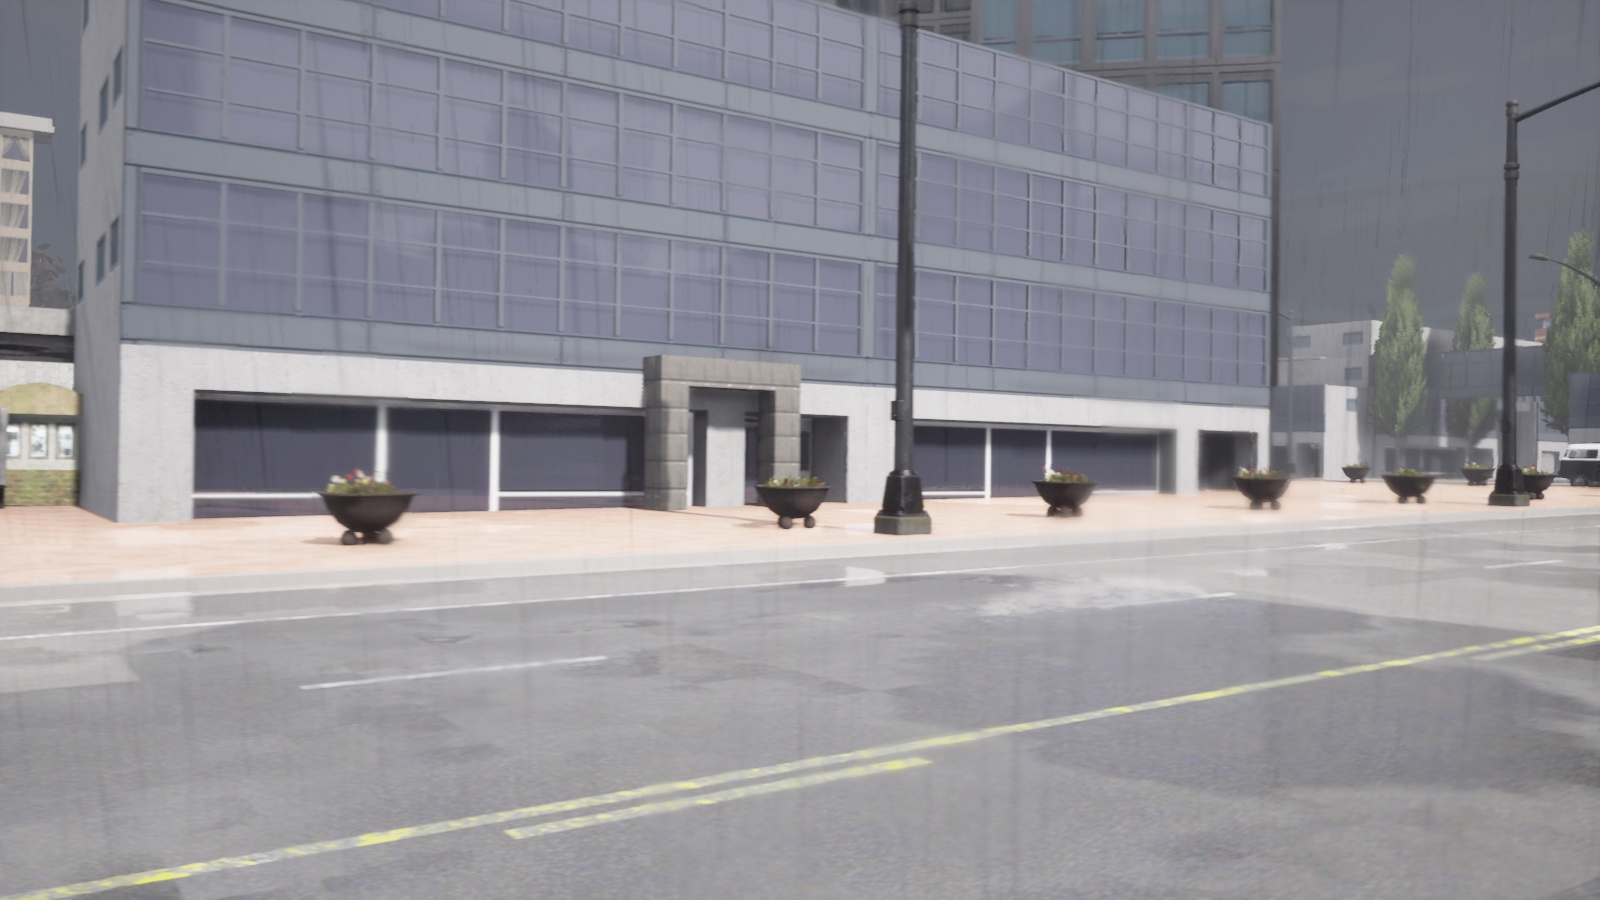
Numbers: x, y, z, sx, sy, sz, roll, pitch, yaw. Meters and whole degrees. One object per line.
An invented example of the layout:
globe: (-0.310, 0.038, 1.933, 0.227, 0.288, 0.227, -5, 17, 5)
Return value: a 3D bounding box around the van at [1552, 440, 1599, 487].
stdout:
van: (35.510, 0.608, 54.509, 2.069, 2.038, 4.480, 1, -1, -34)
